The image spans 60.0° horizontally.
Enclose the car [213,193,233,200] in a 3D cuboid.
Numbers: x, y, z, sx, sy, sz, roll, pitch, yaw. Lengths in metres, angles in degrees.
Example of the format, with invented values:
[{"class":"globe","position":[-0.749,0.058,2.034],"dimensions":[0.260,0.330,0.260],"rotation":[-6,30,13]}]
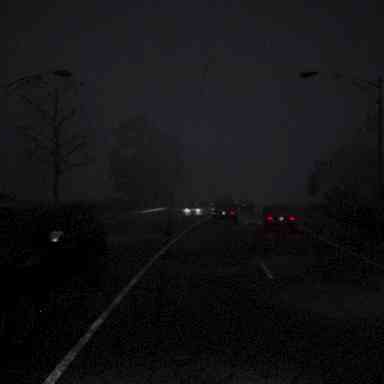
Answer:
[{"class":"car","position":[4.493,1.192,47.177],"dimensions":[2.150,2.045,5.566],"rotation":[0,0,19]}]

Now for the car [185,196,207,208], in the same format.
[{"class":"car","position":[0.561,1.309,46.271],"dimensions":[2.097,1.767,4.553],"rotation":[0,0,18]}]

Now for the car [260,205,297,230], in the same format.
[{"class":"car","position":[5.409,1.547,21.153],"dimensions":[2.033,1.411,5.357],"rotation":[0,0,9]}]

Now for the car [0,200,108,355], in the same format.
[{"class":"car","position":[-3.333,1.209,6.463],"dimensions":[2.150,2.045,5.566],"rotation":[0,0,3]}]

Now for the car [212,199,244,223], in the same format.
[{"class":"car","position":[2.687,1.535,25.814],"dimensions":[2.033,1.411,5.357],"rotation":[0,0,10]}]

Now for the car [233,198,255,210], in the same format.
[{"class":"car","position":[6.885,1.551,42.475],"dimensions":[1.994,1.385,4.181],"rotation":[0,0,17]}]
